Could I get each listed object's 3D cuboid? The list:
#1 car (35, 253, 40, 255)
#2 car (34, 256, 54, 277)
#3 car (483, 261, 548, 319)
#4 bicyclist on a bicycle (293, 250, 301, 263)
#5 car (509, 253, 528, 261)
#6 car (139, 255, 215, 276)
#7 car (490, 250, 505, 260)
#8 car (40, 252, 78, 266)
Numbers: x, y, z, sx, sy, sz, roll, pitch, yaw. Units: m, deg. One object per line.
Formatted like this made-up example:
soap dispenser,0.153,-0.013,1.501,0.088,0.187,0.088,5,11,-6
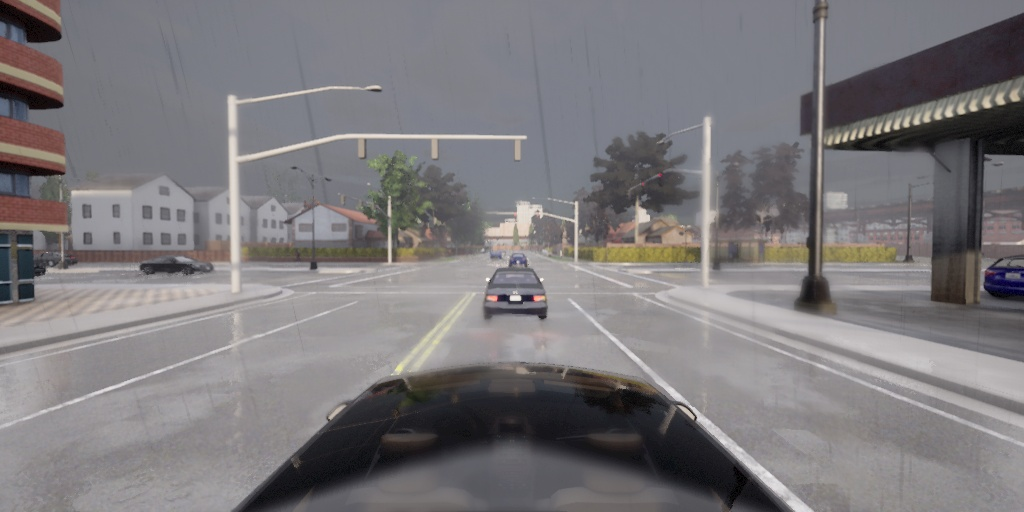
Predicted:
car,-50.262,0.443,35.274,4.892,1.490,1.837,0,1,2
car,-33.569,0.827,23.366,4.718,1.301,1.895,0,1,1
car,0.091,1.058,11.573,2.033,1.411,5.357,0,1,0
bicyclist on a bicycle,-26.499,0.023,44.223,0.582,1.620,1.656,0,2,1
car,0.680,0.379,38.785,1.812,1.442,4.674,0,1,1
car,-24.940,0.671,26.727,4.674,1.442,1.812,0,1,1
car,-2.699,-0.199,60.721,1.882,1.535,5.008,0,1,1
car,-49.985,0.360,38.727,4.892,1.490,1.837,0,1,1
